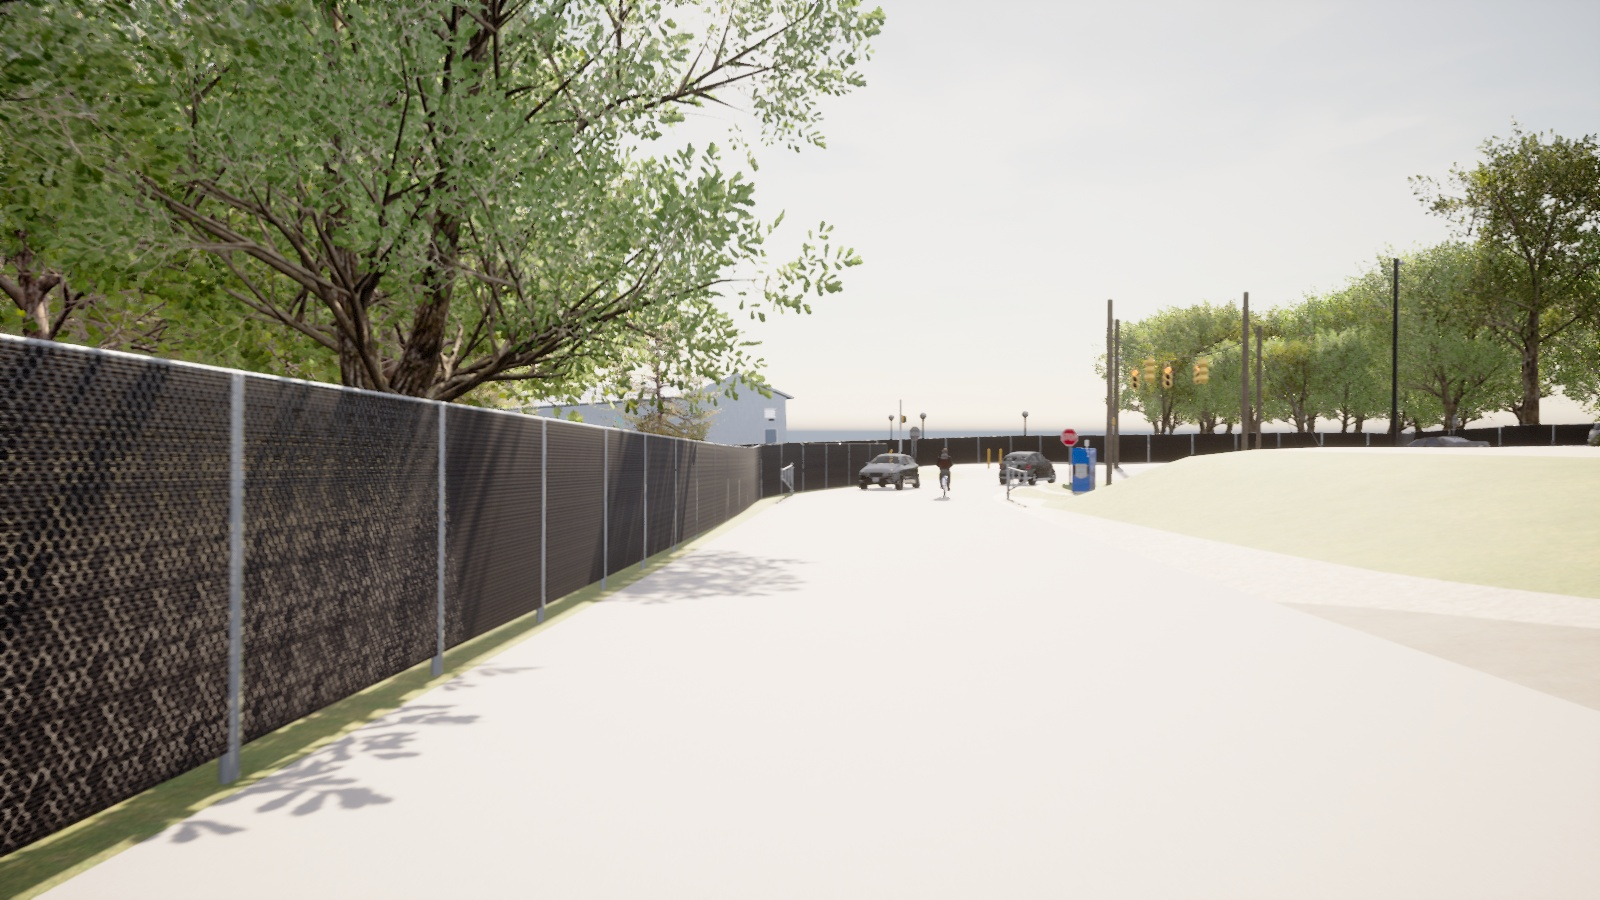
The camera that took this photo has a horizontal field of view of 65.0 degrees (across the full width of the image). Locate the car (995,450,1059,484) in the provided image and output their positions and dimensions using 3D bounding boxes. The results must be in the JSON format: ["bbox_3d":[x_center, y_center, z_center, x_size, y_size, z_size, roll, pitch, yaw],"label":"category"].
[{"bbox_3d":[10.807,0.784,59.624,1.789,1.549,3.705,0,1,32],"label":"car"}]

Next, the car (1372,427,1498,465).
[{"bbox_3d":[31.272,-0.163,62.029,2.033,1.411,5.357,-1,-4,-26],"label":"car"}]

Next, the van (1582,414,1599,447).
[{"bbox_3d":[50.277,-1.229,76.140,4.442,1.987,1.775,-2,1,11],"label":"van"}]

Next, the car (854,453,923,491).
[{"bbox_3d":[3.747,0.879,52.624,1.816,1.474,4.193,0,0,20],"label":"car"}]
